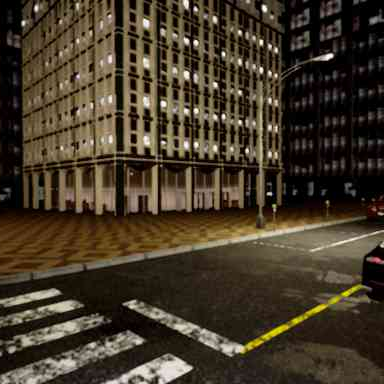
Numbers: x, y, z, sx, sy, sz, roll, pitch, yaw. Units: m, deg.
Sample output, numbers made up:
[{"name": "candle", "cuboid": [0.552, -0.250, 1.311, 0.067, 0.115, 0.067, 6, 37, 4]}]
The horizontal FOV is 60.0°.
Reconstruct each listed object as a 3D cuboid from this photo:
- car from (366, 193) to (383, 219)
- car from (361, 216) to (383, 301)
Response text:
[{"name": "car", "cuboid": [13.195, 0.953, 21.782, 5.009, 1.841, 2.192, -1, 1, -43]}, {"name": "car", "cuboid": [5.227, 1.387, 6.975, 4.902, 1.511, 2.128, -1, 1, -43]}]
